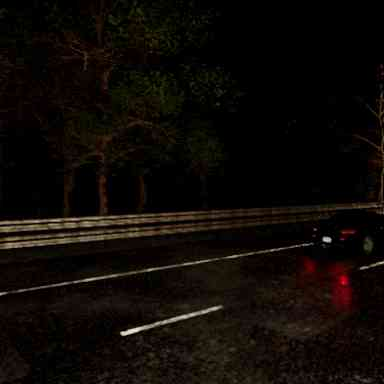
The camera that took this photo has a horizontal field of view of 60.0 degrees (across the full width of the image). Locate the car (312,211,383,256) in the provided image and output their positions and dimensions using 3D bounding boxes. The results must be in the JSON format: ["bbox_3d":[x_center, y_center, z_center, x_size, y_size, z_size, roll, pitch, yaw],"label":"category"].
[{"bbox_3d":[6.498,1.455,12.771,4.674,1.442,1.812,0,0,-36],"label":"car"}]
